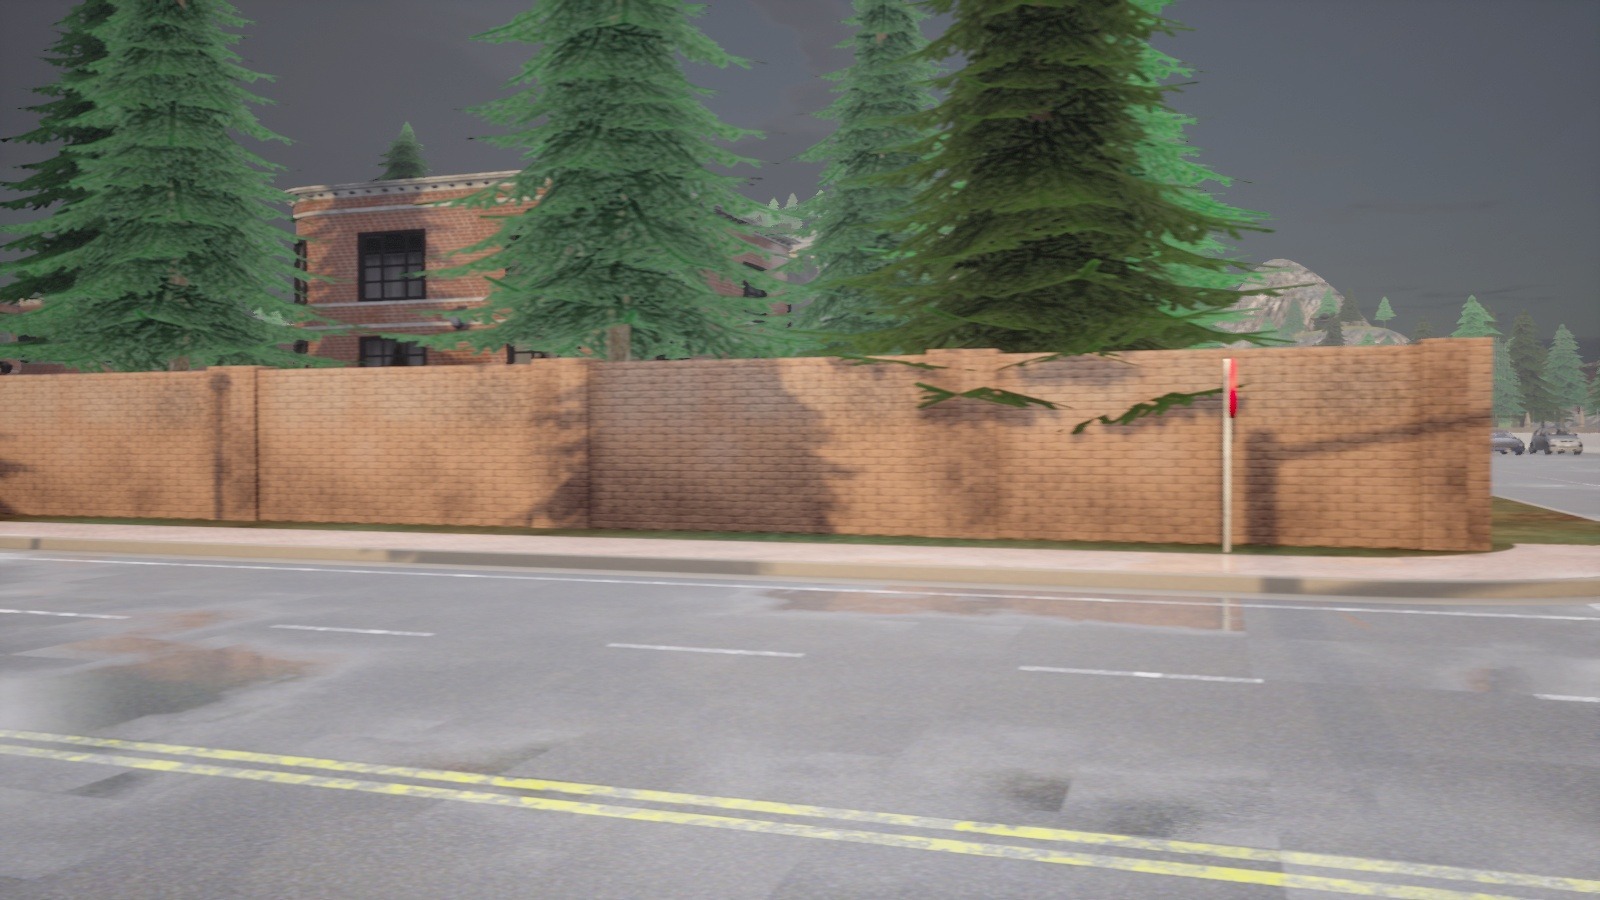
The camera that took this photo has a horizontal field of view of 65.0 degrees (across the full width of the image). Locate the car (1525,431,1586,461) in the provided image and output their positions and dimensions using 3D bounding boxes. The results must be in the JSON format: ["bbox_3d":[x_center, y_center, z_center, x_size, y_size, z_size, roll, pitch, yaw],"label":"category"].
[{"bbox_3d":[42.742,-0.266,71.125,1.851,1.617,3.988,0,1,14],"label":"car"}]

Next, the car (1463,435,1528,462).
[{"bbox_3d":[38.955,-0.120,70.469,2.033,1.411,5.357,1,1,16],"label":"car"}]
